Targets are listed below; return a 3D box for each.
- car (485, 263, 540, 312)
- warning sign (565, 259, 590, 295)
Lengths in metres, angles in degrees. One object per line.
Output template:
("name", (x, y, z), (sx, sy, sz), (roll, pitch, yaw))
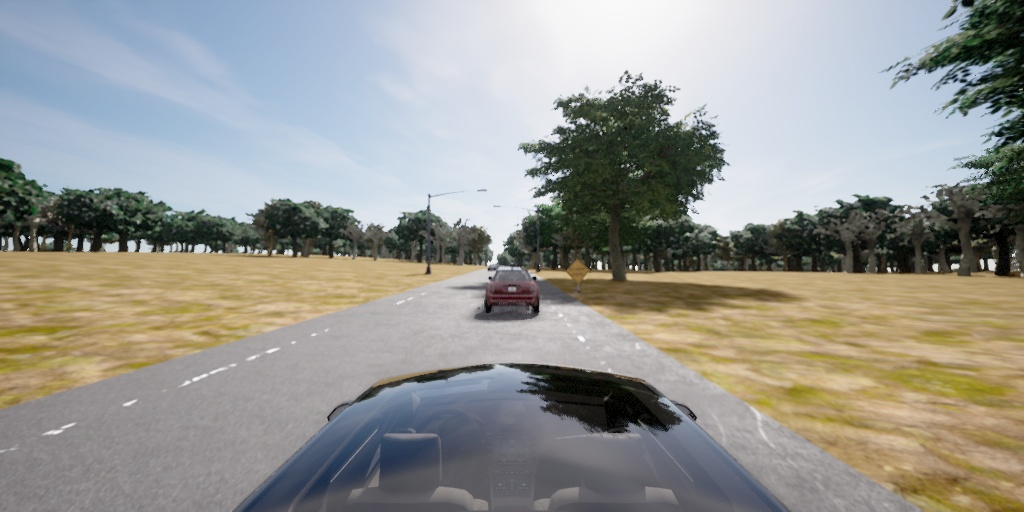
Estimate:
("car", (0.023, 1.273, 15.348), (2.097, 1.767, 4.553), (0, -1, 0))
("warning sign", (3.554, 1.088, 19.053), (1.300, 1.860, 1.060), (0, 0, 0))
